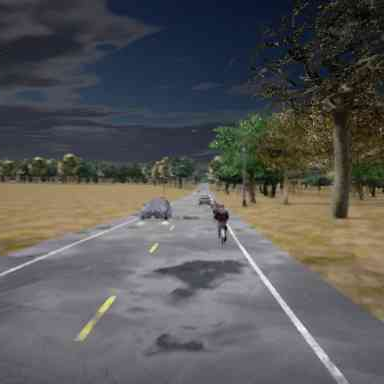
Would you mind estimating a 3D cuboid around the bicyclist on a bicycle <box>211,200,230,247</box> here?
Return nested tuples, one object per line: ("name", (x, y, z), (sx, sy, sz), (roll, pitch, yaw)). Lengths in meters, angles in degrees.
("bicyclist on a bicycle", (1.230, 1.344, 13.584), (0.659, 1.776, 1.843), (0, 0, 2))

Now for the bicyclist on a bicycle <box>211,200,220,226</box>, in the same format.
("bicyclist on a bicycle", (1.579, 1.404, 22.676), (0.582, 1.620, 1.656), (0, 0, 2))

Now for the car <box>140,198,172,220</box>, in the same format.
("car", (-2.811, 1.285, 26.898), (2.097, 1.767, 4.553), (0, 0, 2))

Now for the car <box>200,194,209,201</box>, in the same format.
("car", (2.789, 1.271, 73.905), (2.033, 1.411, 5.357), (0, 0, 2))

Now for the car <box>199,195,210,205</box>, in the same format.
("car", (2.080, 1.329, 54.987), (2.128, 1.511, 4.902), (0, 0, 2))
